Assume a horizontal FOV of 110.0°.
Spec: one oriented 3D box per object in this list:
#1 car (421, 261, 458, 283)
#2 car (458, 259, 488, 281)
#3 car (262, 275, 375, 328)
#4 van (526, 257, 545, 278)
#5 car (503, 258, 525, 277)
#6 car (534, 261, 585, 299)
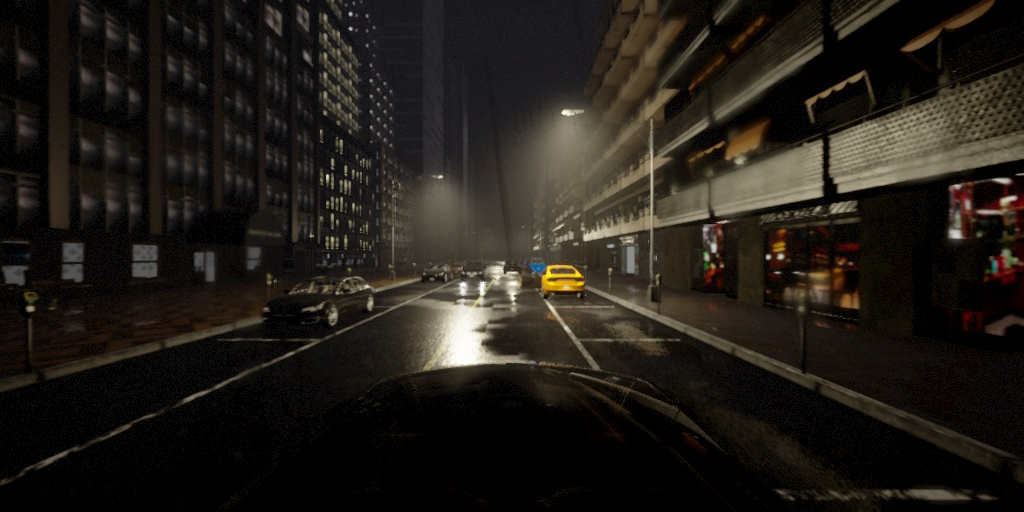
[{"bbox_3d":[-5.690,1.292,27.702,1.948,1.339,4.313,0,0,0],"label":"car"},{"bbox_3d":[-3.095,1.250,29.840,1.812,1.442,4.674,0,0,0],"label":"car"},{"bbox_3d":[-5.691,1.291,11.134,2.007,1.370,4.403,0,0,0],"label":"car"},{"bbox_3d":[2.691,1.061,38.747,1.690,1.789,3.998,0,0,0],"label":"van"},{"bbox_3d":[0.042,1.210,39.567,2.128,1.511,4.902,0,0,1],"label":"car"},{"bbox_3d":[2.361,1.211,18.031,1.882,1.535,5.008,0,0,0],"label":"car"}]
